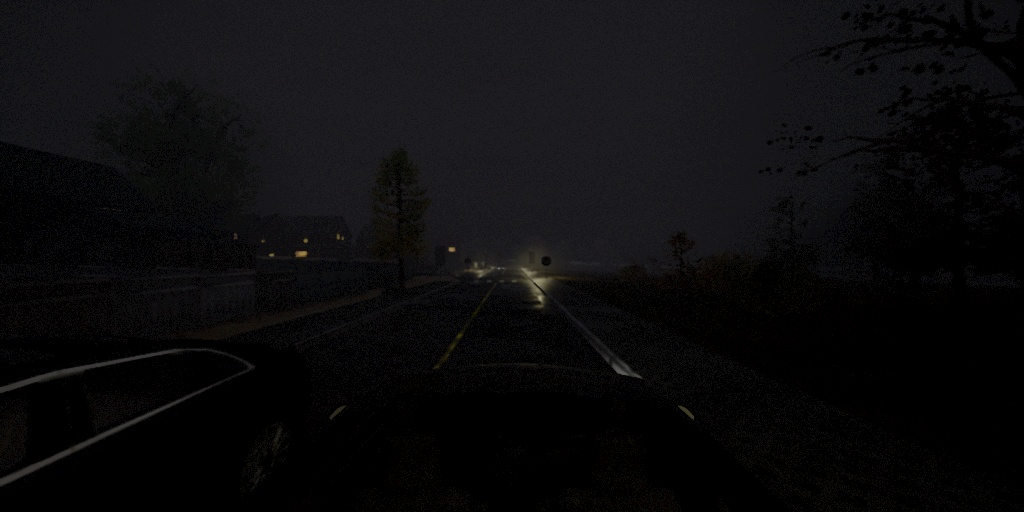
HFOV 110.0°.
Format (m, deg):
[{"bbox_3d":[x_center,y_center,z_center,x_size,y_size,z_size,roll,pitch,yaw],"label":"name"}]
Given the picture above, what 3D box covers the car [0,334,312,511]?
[{"bbox_3d":[-2.850,1.239,1.483,2.128,1.511,4.902,0,-1,0],"label":"car"}]
